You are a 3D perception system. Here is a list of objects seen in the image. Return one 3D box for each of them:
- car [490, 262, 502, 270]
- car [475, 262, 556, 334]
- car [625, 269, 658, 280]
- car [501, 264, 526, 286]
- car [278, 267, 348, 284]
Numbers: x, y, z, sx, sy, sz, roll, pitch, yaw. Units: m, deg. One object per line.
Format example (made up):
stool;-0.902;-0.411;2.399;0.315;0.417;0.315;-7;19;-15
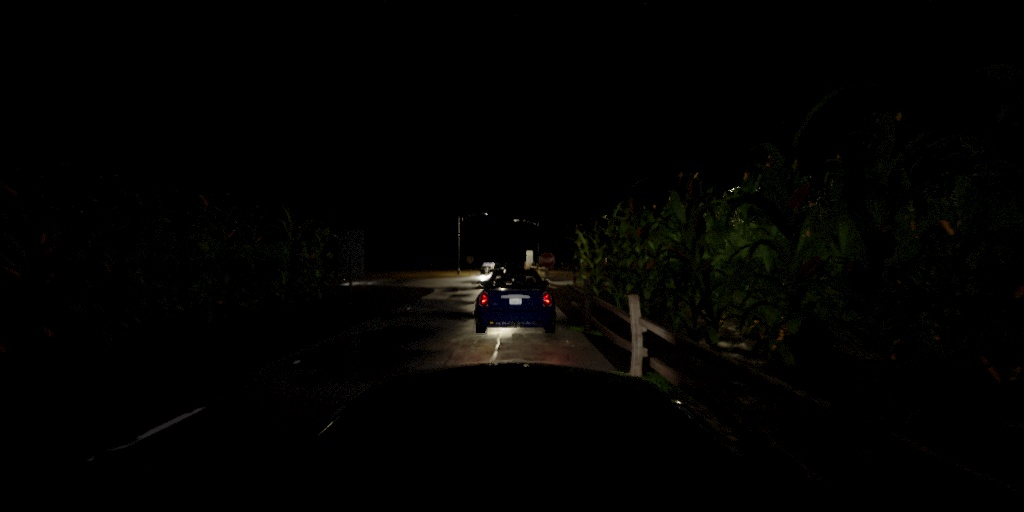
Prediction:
car;-2.833;1.795;63.130;1.895;1.301;4.718;0;0;0
car;0.091;1.174;11.031;2.097;1.767;4.553;0;-1;0
car;12.480;1.312;32.395;4.553;1.767;2.097;0;0;-2
car;0.078;1.485;28.929;1.837;1.490;4.892;0;0;0
car;-16.466;1.554;29.506;5.357;1.411;2.033;0;0;-1
